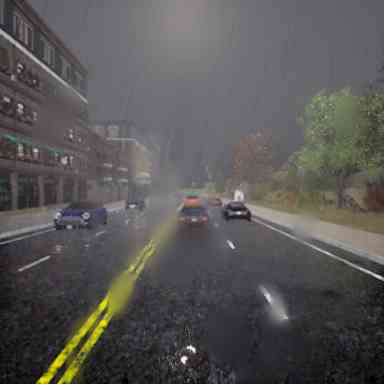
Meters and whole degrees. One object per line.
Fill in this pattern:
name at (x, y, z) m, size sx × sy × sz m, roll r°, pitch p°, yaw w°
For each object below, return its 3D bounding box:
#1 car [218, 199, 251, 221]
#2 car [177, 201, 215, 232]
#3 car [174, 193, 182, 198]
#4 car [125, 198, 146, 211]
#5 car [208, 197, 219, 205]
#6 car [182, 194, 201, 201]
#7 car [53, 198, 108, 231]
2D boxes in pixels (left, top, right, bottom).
car at (3.366, 1.488, 25.988) m, size 1.994 × 1.385 × 4.181 m, roll 0°, pitch 0°, yaw 0°
car at (0.113, 1.488, 19.578) m, size 2.033 × 1.411 × 5.357 m, roll 0°, pitch 0°, yaw 0°
car at (-3.202, 0.908, 77.509) m, size 1.882 × 1.535 × 5.008 m, roll 0°, pitch 0°, yaw 0°
car at (-6.476, 1.417, 38.545) m, size 2.128 × 1.511 × 4.902 m, roll 0°, pitch 0°, yaw 0°
car at (3.372, 1.422, 49.340) m, size 1.994 × 1.385 × 4.181 m, roll 0°, pitch 0°, yaw 0°
car at (0.103, 1.225, 43.888) m, size 2.097 × 1.767 × 4.553 m, roll 0°, pitch 0°, yaw 0°
car at (-6.583, 1.288, 20.135) m, size 2.097 × 1.767 × 4.553 m, roll 0°, pitch 0°, yaw 0°
